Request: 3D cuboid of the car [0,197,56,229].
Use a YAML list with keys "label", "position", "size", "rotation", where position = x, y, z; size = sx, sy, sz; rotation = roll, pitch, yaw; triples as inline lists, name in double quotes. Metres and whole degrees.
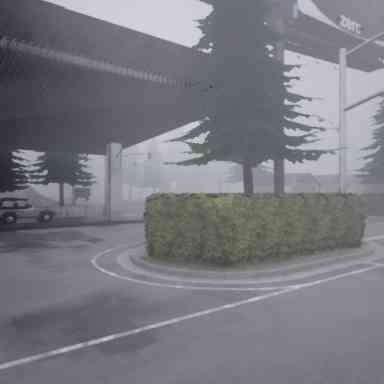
- label: "car"
  position: [-11.873, 1.311, 23.555]
  size: [3.866, 1.878, 1.905]
  rotation: [0, 0, -36]
